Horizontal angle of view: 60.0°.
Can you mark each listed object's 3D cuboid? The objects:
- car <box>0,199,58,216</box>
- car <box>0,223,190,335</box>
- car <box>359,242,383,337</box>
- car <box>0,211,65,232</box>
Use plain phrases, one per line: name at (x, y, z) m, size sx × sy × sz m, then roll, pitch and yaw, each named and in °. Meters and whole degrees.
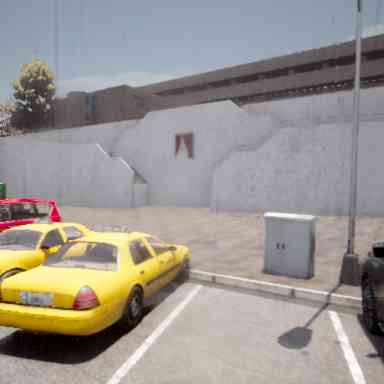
car at (-6.379, 1.244, 10.323) m, size 2.435 × 2.045 × 5.566 m, roll 0°, pitch -1°, yaw 15°
car at (-1.448, 1.487, 7.044) m, size 1.946 × 1.575 × 5.366 m, roll 0°, pitch -1°, yaw 16°
car at (3.394, 1.237, 3.411) m, size 2.435 × 2.045 × 5.566 m, roll 0°, pitch -1°, yaw 16°
car at (-3.983, 1.484, 8.425) m, size 1.946 × 1.575 × 5.366 m, roll 0°, pitch -1°, yaw 16°
